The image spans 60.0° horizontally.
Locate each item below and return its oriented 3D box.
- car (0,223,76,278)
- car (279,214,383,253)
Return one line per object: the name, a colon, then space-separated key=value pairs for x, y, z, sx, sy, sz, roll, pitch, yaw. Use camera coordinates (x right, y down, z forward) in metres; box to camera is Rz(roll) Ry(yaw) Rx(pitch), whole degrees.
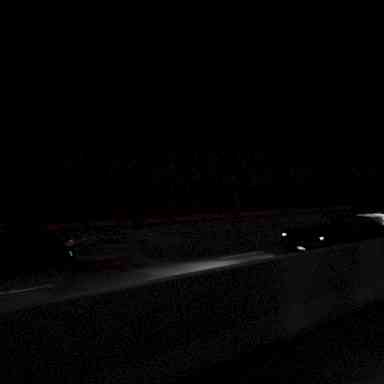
car: x=-5.320 y=1.559 z=8.796 sx=4.181 sy=1.385 sz=1.994 roll=-1 pitch=0 yaw=-35
car: x=5.335 y=1.515 z=12.093 sx=4.718 sy=1.301 sz=1.895 roll=-1 pitch=0 yaw=-35
